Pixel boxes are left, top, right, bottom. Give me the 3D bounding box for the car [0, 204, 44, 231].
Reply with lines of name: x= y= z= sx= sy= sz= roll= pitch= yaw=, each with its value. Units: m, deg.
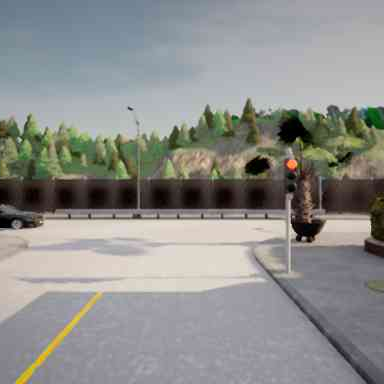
car: x=-11.213 y=1.414 z=19.202 sx=5.008 sy=1.535 sz=1.882 roll=1 pitch=0 yaw=0
